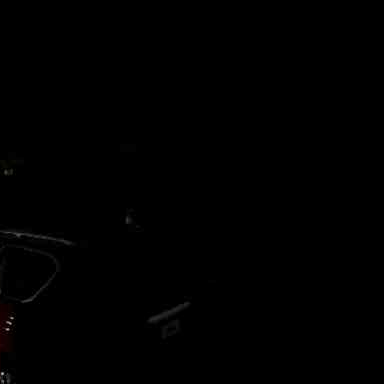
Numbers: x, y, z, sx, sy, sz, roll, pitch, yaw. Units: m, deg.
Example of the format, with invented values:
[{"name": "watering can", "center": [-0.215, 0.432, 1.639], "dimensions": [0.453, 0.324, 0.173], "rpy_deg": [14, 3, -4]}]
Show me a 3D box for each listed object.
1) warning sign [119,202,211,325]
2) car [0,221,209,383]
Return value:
[{"name": "warning sign", "center": [-0.458, 1.132, 5.975], "dimensions": [1.060, 1.860, 1.300], "rpy_deg": [0, 0, 36]}, {"name": "car", "center": [-2.131, 1.333, 4.419], "dimensions": [5.009, 1.841, 2.192], "rpy_deg": [0, 0, 36]}]
